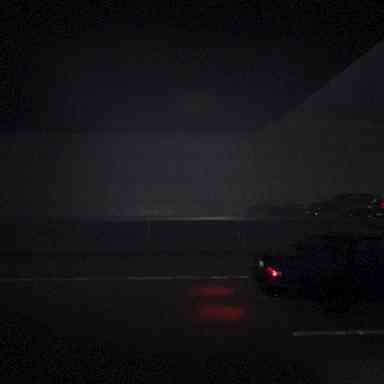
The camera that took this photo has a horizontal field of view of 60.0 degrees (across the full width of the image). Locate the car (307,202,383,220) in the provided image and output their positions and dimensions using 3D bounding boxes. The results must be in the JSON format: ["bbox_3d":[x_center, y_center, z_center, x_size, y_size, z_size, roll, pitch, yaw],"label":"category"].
[{"bbox_3d":[9.082,1.463,17.885,4.892,1.490,1.837,0,0,-2],"label":"car"}]

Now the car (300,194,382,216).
[{"bbox_3d":[11.461,1.166,24.975,5.566,2.045,2.150,0,0,-2],"label":"car"}]

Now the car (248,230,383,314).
[{"bbox_3d":[3.938,1.530,6.992,5.357,1.411,2.033,0,0,-2],"label":"car"}]

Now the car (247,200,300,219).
[{"bbox_3d":[7.174,1.446,28.322,4.902,1.511,2.128,0,0,-2],"label":"car"}]
